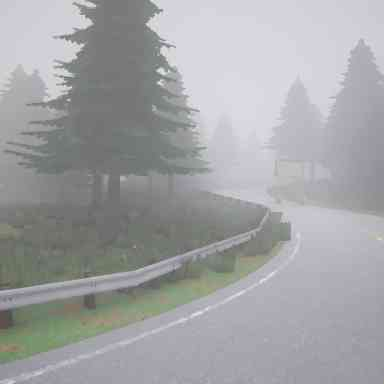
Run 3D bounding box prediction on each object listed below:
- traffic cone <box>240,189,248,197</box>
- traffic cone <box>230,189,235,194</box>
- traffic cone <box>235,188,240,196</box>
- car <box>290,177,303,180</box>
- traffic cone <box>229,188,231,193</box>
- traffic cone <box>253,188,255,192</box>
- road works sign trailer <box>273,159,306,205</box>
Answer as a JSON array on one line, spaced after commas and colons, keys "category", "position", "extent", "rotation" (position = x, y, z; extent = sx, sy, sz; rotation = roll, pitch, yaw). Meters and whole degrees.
[{"category": "traffic cone", "position": [5.412, 0.220, 33.957], "extent": [0.340, 0.580, 0.340], "rotation": [2, 3, -8]}, {"category": "traffic cone", "position": [4.868, -0.033, 37.912], "extent": [0.340, 0.580, 0.340], "rotation": [1, 3, -8]}, {"category": "traffic cone", "position": [5.140, 0.099, 35.931], "extent": [0.340, 0.580, 0.340], "rotation": [1, 4, -8]}, {"category": "car", "position": [22.089, -2.473, 70.326], "extent": [2.097, 1.767, 4.553], "rotation": [1, 3, 40]}, {"category": "traffic cone", "position": [4.596, -0.149, 39.889], "extent": [0.340, 0.580, 0.340], "rotation": [1, 3, -8]}, {"category": "traffic cone", "position": [7.541, -0.287, 40.324], "extent": [0.340, 0.580, 0.340], "rotation": [-3, -1, -8]}, {"category": "road works sign trailer", "position": [7.804, -0.845, 27.192], "extent": [2.380, 3.560, 2.880], "rotation": [4, 1, -8]}]
